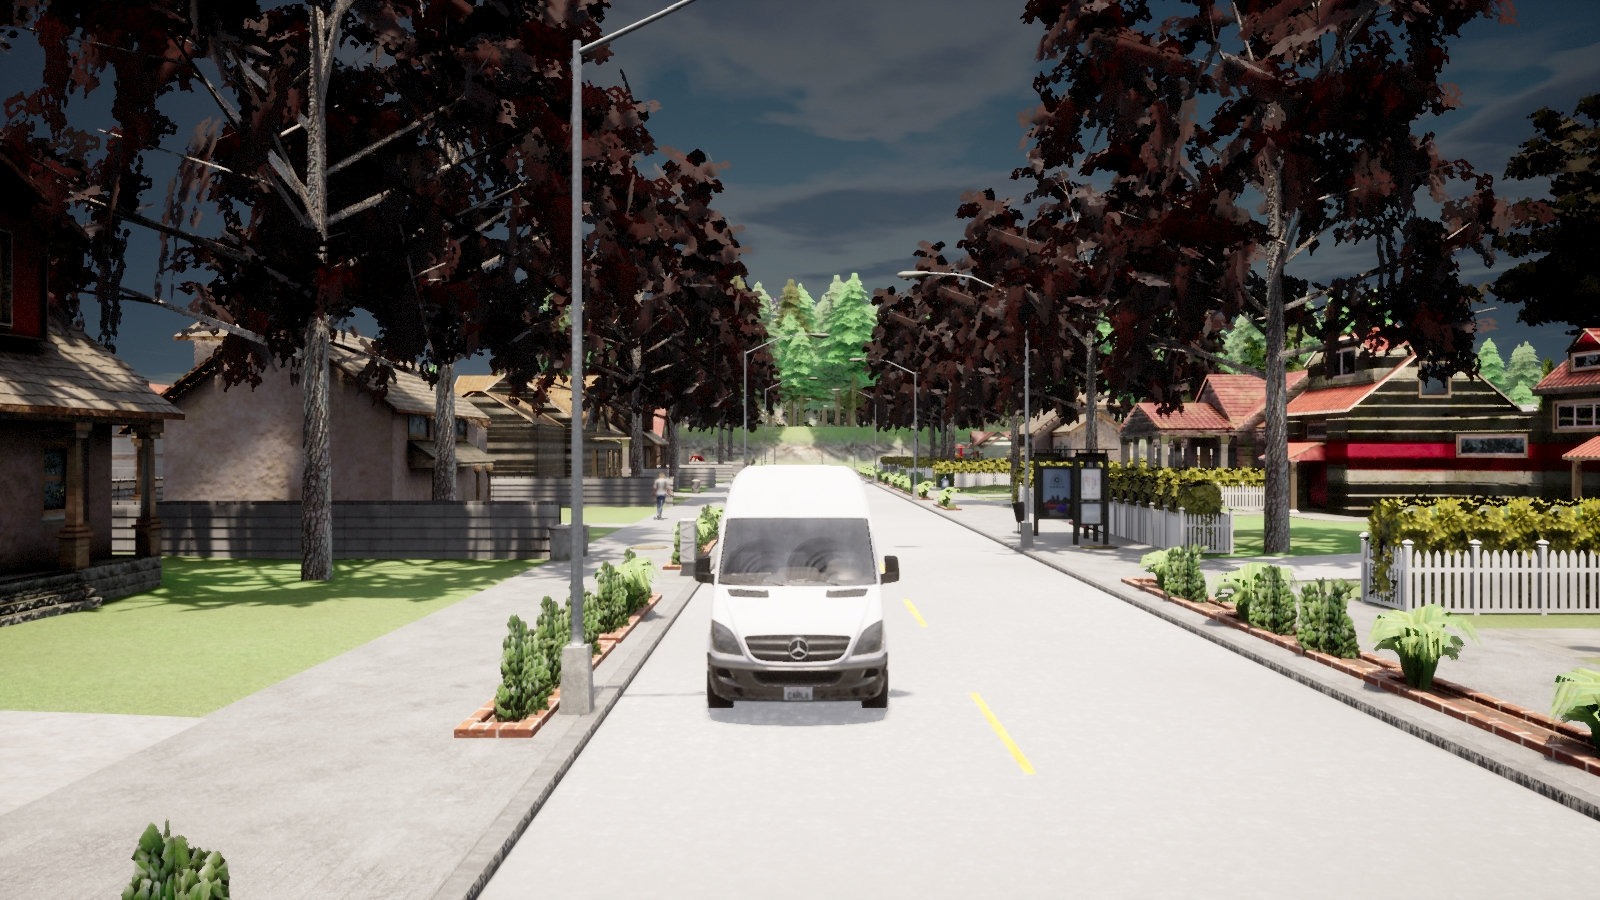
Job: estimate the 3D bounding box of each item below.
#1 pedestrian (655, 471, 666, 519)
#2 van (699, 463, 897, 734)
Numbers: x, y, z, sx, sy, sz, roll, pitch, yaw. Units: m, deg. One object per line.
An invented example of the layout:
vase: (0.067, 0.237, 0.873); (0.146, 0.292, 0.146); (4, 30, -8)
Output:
pedestrian: (-5.422, 1.743, 44.298); (0.375, 1.860, 0.375); (0, 0, 2)
van: (-0.028, 1.529, 14.437); (1.988, 2.561, 5.915); (0, 1, 0)
